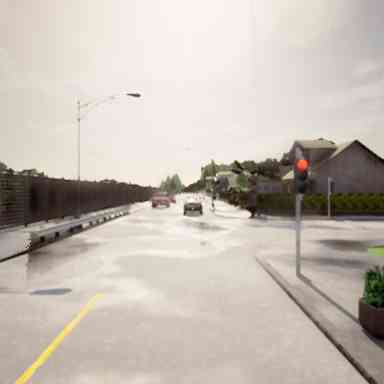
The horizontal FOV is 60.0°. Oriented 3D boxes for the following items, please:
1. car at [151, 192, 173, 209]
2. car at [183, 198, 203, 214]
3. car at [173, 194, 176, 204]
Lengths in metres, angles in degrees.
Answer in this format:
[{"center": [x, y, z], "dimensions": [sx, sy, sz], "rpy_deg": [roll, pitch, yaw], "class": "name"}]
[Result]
[{"center": [-4.073, 1.083, 44.176], "dimensions": [2.150, 2.045, 5.566], "rpy_deg": [0, 0, 0], "class": "car"}, {"center": [0.103, 1.385, 34.283], "dimensions": [2.128, 1.511, 4.902], "rpy_deg": [0, 0, 0], "class": "car"}, {"center": [-4.028, 1.164, 60.637], "dimensions": [2.097, 1.767, 4.553], "rpy_deg": [0, 0, 1], "class": "car"}]
